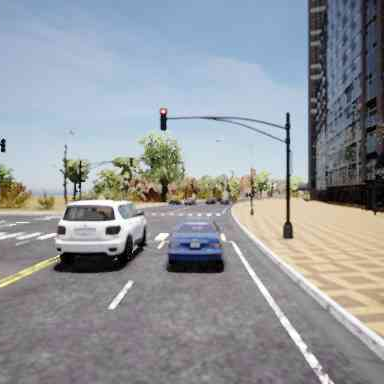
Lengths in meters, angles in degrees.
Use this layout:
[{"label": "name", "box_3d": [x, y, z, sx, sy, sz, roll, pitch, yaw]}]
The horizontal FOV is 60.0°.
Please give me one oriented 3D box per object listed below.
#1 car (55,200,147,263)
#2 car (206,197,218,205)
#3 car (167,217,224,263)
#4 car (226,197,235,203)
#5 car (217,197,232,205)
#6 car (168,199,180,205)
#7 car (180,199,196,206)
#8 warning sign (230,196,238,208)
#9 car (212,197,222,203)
[{"label": "car", "box_3d": [-3.094, 1.313, 12.463, 2.150, 2.045, 5.566, 0, 0, 1]}, {"label": "car", "box_3d": [4.350, 2.087, 74.861, 1.994, 1.385, 4.181, 0, 0, 12]}, {"label": "car", "box_3d": [0.186, 1.635, 12.333, 2.033, 1.411, 5.357, 0, 0, 2]}, {"label": "car", "box_3d": [9.753, 1.983, 84.237, 1.837, 1.490, 4.892, 0, 0, 14]}, {"label": "car", "box_3d": [7.542, 2.059, 74.256, 2.128, 1.511, 4.902, 0, 0, 12]}, {"label": "car", "box_3d": [-3.560, 2.040, 68.282, 1.994, 1.385, 4.181, 0, 0, 10]}, {"label": "car", "box_3d": [-0.397, 2.027, 67.589, 2.033, 1.411, 5.357, 0, 0, 11]}, {"label": "warning sign", "box_3d": [6.571, 1.491, 52.290, 1.300, 1.860, 1.060, 0, 0, 8]}, {"label": "car", "box_3d": [6.490, 1.988, 84.565, 1.812, 1.442, 4.674, 0, 0, 14]}]
